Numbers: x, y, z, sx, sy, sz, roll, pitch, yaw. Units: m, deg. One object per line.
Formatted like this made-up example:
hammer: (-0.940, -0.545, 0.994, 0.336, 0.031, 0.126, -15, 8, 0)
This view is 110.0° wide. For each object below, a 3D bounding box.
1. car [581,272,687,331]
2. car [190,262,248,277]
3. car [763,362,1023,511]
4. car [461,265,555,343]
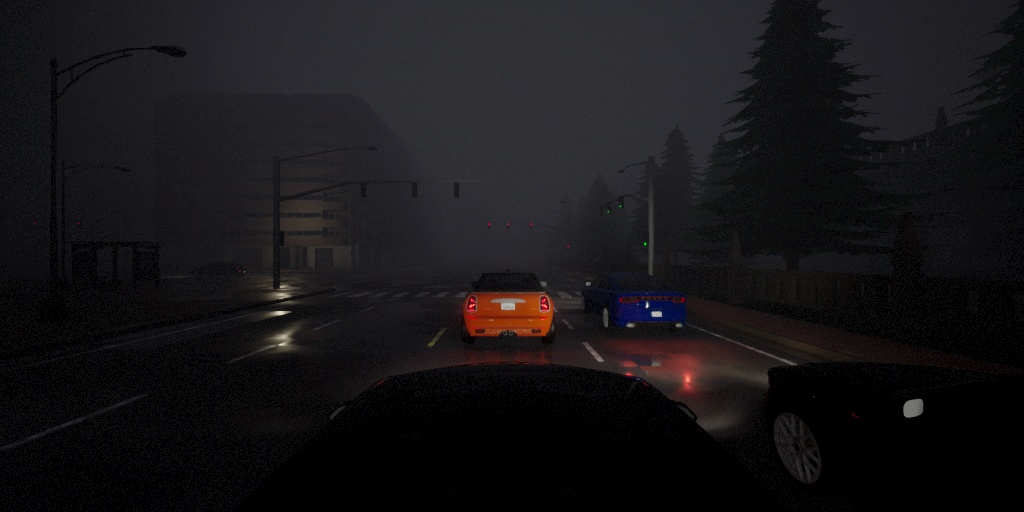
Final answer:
car: (3.419, 1.228, 10.969, 1.882, 1.535, 5.008, 0, 0, 0)
car: (-29.049, 1.310, 35.630, 4.892, 1.490, 1.837, 0, 0, -1)
car: (3.288, 1.228, 1.443, 1.882, 1.535, 5.008, 0, 0, 3)
car: (-0.081, 1.102, 9.825, 2.097, 1.767, 4.553, 0, 0, 0)
